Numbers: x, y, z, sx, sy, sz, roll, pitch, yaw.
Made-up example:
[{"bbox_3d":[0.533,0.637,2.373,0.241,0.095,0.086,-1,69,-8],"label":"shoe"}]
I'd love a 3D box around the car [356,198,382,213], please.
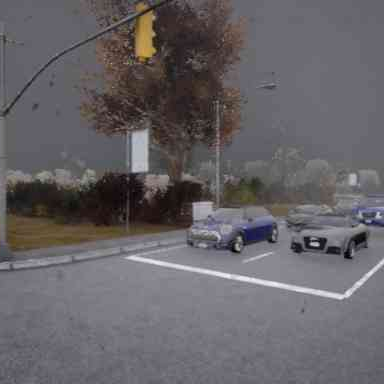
[{"bbox_3d":[19.519,1.420,36.503,1.837,1.490,4.892,0,0,37],"label":"car"}]

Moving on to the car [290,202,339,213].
[{"bbox_3d":[7.481,1.497,20.966,1.837,1.490,4.892,0,0,39],"label":"car"}]

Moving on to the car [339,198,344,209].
[{"bbox_3d":[13.474,1.318,28.578,2.097,1.767,4.553,0,0,38],"label":"car"}]

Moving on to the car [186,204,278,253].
[{"bbox_3d":[1.770,1.350,13.825,2.097,1.767,4.553,0,0,39],"label":"car"}]

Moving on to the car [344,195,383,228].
[{"bbox_3d":[11.180,1.211,19.986,2.150,2.045,5.566,0,0,39],"label":"car"}]

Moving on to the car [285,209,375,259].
[{"bbox_3d":[5.342,1.563,12.683,1.994,1.385,4.181,0,0,39],"label":"car"}]
